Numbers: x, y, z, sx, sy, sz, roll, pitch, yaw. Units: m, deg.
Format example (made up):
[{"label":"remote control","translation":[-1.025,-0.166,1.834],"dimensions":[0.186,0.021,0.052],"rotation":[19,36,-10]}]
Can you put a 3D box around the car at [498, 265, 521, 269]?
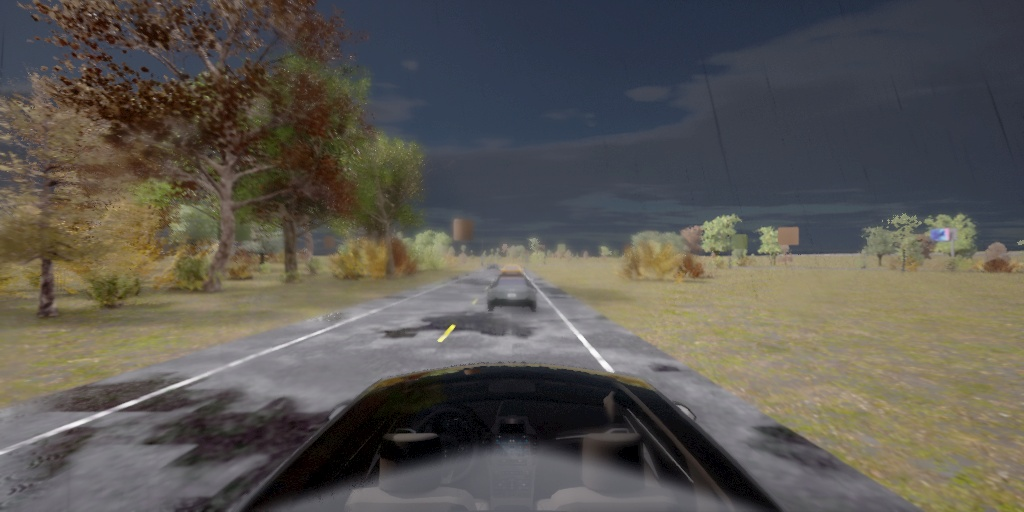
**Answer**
[{"label":"car","translation":[0.030,1.515,31.102],"dimensions":[1.882,1.535,5.008],"rotation":[0,0,1]}]

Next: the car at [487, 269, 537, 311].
[{"label":"car","translation":[0.020,1.450,15.352],"dimensions":[1.994,1.385,4.181],"rotation":[0,0,1]}]
